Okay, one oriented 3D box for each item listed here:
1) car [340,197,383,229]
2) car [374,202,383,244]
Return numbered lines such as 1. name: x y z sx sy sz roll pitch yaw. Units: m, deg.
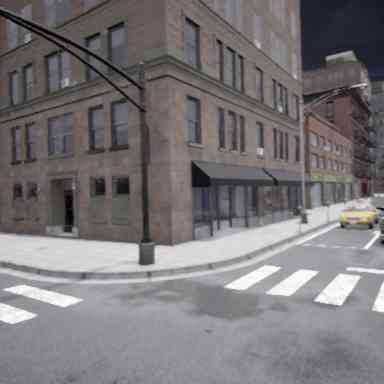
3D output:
1. car: 9.800 1.252 19.385 1.752 1.417 4.829 -2 0 35
2. car: 8.969 1.255 13.725 1.837 1.490 4.892 -2 0 35
